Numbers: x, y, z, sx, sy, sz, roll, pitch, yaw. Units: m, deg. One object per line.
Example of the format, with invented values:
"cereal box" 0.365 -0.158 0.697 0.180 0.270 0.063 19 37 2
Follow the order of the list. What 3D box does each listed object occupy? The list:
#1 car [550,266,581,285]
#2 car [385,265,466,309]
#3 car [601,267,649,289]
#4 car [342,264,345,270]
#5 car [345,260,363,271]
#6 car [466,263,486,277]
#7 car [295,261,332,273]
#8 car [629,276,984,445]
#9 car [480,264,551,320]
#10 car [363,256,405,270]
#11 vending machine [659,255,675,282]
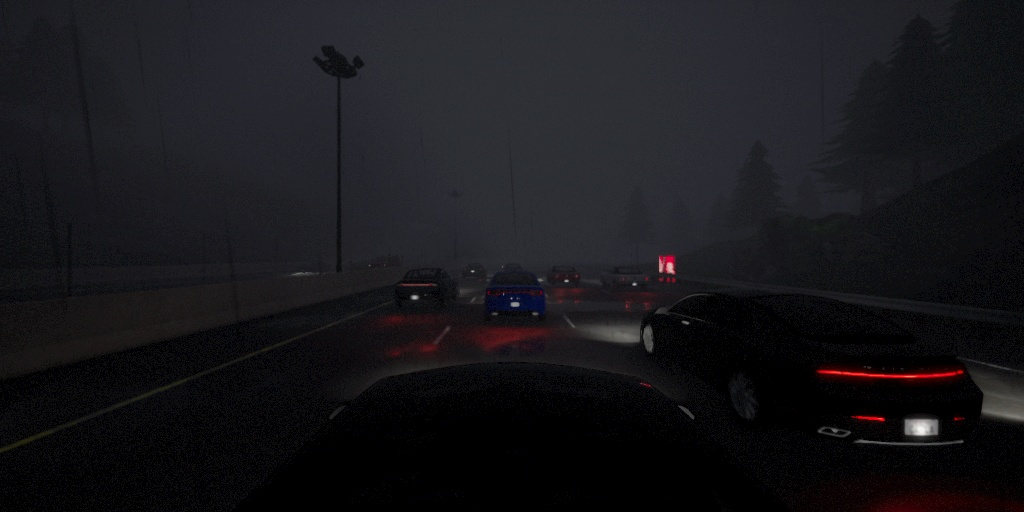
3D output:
"car" 3.587 1.344 25.741 1.895 1.301 4.718 0 0 0
"car" -3.409 1.239 15.026 2.128 1.511 4.902 0 0 0
"car" 7.090 1.344 22.949 1.895 1.301 4.718 0 0 0
"car" -21.105 1.346 47.153 1.895 1.301 4.718 0 0 0
"car" -17.611 1.223 43.043 1.882 1.535 5.008 0 0 0
"car" -3.419 1.308 33.313 1.994 1.385 4.181 0 0 0
"car" -24.609 1.294 44.763 2.033 1.411 5.357 0 0 0
"car" 3.589 1.253 5.563 1.837 1.490 4.892 0 0 0
"car" 0.093 1.225 12.673 1.882 1.535 5.008 0 0 0
"car" -14.116 0.966 39.897 2.150 2.045 5.566 0 0 0
"vending machine" 11.985 0.936 27.746 1.100 2.100 0.880 0 0 0
